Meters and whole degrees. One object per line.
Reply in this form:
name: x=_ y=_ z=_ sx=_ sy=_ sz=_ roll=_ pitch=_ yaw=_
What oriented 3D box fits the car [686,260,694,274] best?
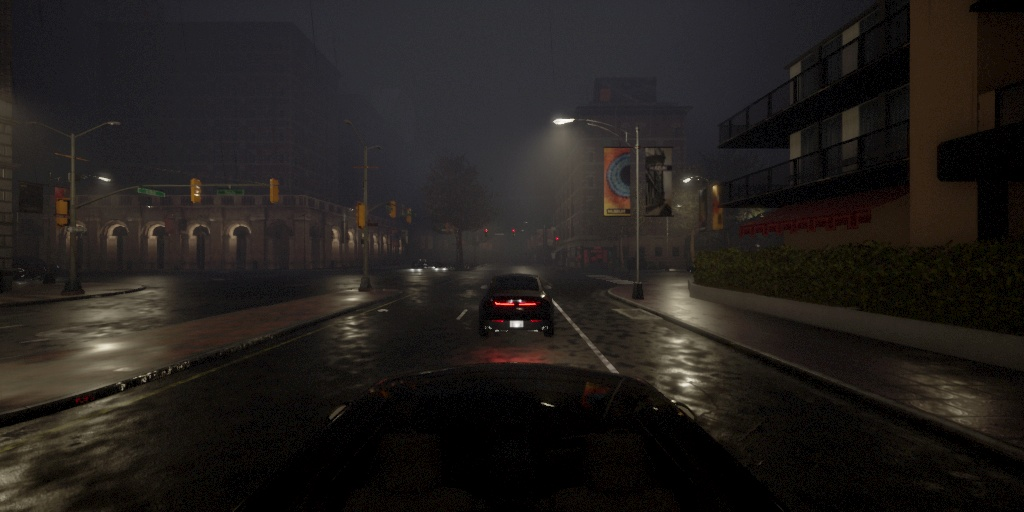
car: x=21.899 y=1.351 z=39.579 sx=4.718 sy=1.301 sz=1.895 roll=0 pitch=0 yaw=0

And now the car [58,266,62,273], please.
car: x=-44.519 y=0.973 z=32.441 sx=5.566 sy=2.045 sz=2.150 roll=0 pitch=0 yaw=0

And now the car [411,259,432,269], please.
car: x=-14.808 y=1.241 z=57.978 sx=2.128 sy=1.511 sz=4.902 roll=0 pitch=0 yaw=0

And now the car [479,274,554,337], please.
car: x=0.117 y=1.255 z=10.339 sx=1.837 sy=1.490 sz=4.892 roll=0 pitch=0 yaw=0

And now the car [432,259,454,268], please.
car: x=-11.302 y=1.314 z=58.747 sx=1.994 sy=1.385 sz=4.181 roll=0 pitch=0 yaw=0

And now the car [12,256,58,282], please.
car: x=-40.437 y=1.101 z=28.925 sx=4.553 sy=1.767 sz=2.097 roll=0 pitch=0 yaw=0
